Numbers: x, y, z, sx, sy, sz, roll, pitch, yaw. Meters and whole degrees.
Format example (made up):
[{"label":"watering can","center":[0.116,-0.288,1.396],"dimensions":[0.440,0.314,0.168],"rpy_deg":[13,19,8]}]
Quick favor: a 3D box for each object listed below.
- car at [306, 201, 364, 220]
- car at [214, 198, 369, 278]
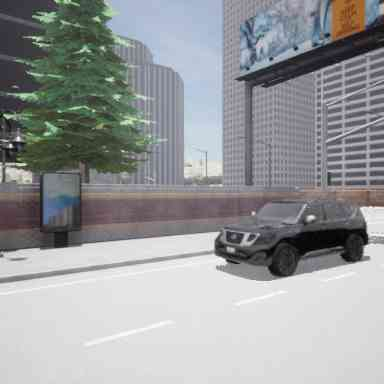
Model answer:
[{"label":"car","center":[12.309,1.564,28.869],"dimensions":[1.994,1.385,4.181],"rpy_deg":[0,0,-31]},{"label":"car","center":[3.335,1.221,10.553],"dimensions":[5.566,2.045,2.150],"rpy_deg":[0,0,-34]}]
